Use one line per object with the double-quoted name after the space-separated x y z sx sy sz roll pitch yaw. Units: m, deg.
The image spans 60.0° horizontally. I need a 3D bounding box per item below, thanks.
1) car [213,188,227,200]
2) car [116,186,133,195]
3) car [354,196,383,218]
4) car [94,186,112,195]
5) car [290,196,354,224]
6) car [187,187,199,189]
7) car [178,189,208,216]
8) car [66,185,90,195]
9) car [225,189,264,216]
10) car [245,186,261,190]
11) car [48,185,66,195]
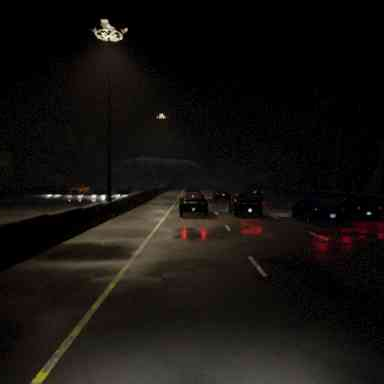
3.608 0.187 40.261 1.994 1.385 4.181 0 2 0 "car"
-10.496 -0.322 51.970 1.994 1.385 4.181 0 3 0 "car"
10.605 0.914 22.148 1.895 1.301 4.718 0 2 0 "car"
-13.990 -0.304 52.349 1.895 1.301 4.718 0 3 0 "car"
7.090 0.946 19.062 1.812 1.442 4.674 0 2 0 "car"
0.108 0.140 39.953 1.837 1.490 4.892 0 2 0 "car"
0.105 0.777 22.950 2.128 1.511 4.902 0 2 0 "car"
-17.493 -0.410 52.033 1.882 1.535 5.008 0 2 0 "car"
3.605 0.787 23.054 1.837 1.490 4.892 0 2 0 "car"
7.108 0.005 39.503 2.097 1.767 4.553 0 2 0 "car"
-20.990 -0.331 52.389 1.994 1.385 4.181 0 3 0 "car"
